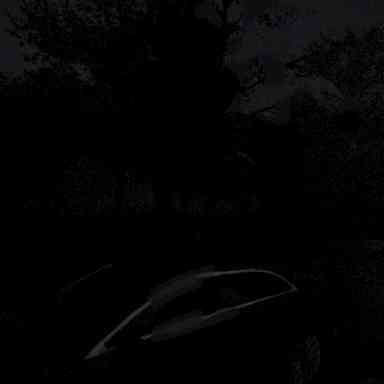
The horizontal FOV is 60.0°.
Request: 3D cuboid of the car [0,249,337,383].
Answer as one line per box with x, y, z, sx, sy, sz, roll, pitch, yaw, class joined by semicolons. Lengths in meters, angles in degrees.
-0.382;1.488;3.685;4.902;1.511;2.128;0;0;-35;car
